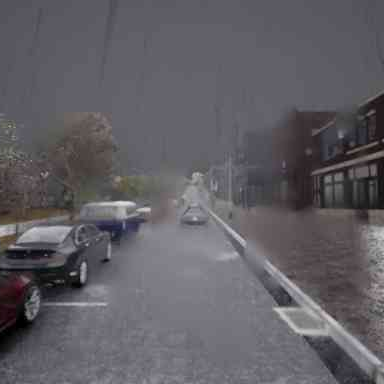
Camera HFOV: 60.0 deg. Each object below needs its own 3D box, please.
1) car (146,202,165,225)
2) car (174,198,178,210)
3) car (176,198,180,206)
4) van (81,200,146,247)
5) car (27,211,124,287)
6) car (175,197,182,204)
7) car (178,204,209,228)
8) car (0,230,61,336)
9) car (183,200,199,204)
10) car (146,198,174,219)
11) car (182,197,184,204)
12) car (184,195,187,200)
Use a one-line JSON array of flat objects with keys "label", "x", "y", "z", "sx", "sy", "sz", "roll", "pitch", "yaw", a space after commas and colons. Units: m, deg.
[{"label": "car", "x": -3.542, "y": 1.812, "z": 26.256, "sx": 2.002, "sy": 1.452, "sz": 4.674, "roll": 0, "pitch": -1, "yaw": 0}, {"label": "car", "x": -3.465, "y": 1.935, "z": 42.885, "sx": 2.097, "sy": 1.535, "sz": 5.008, "roll": 0, "pitch": 0, "yaw": 2}, {"label": "car", "x": -3.440, "y": 2.011, "z": 48.432, "sx": 2.097, "sy": 1.535, "sz": 5.008, "roll": 0, "pitch": -1, "yaw": 2}, {"label": "van", "x": -3.587, "y": 1.433, "z": 15.288, "sx": 1.878, "sy": 1.987, "sz": 4.442, "roll": 0, "pitch": -1, "yaw": 2}, {"label": "car", "x": -3.619, "y": 1.578, "z": 9.602, "sx": 2.231, "sy": 1.521, "sz": 4.892, "roll": 0, "pitch": 0, "yaw": -1}, {"label": "car", "x": -3.386, "y": 2.128, "z": 58.684, "sx": 1.946, "sy": 1.575, "sz": 5.366, "roll": 0, "pitch": -1, "yaw": 2}, {"label": "car", "x": 0.203, "y": 1.812, "z": 24.458, "sx": 1.994, "sy": 1.385, "sz": 4.181, "roll": 0, "pitch": -1, "yaw": 0}, {"label": "car", "x": -3.645, "y": 1.550, "z": 4.090, "sx": 2.163, "sy": 1.488, "sz": 4.792, "roll": 0, "pitch": 0, "yaw": -1}, {"label": "car", "x": 0.280, "y": 1.980, "z": 41.514, "sx": 2.033, "sy": 1.411, "sz": 5.357, "roll": 0, "pitch": -1, "yaw": 0}, {"label": "car", "x": -3.512, "y": 1.606, "z": 33.003, "sx": 2.435, "sy": 2.045, "sz": 5.566, "roll": 0, "pitch": -1, "yaw": 1}, {"label": "car", "x": -3.364, "y": 2.219, "z": 65.065, "sx": 2.097, "sy": 1.535, "sz": 5.008, "roll": 0, "pitch": 0, "yaw": 2}, {"label": "car", "x": -3.272, "y": 2.155, "z": 85.117, "sx": 2.435, "sy": 2.045, "sz": 5.566, "roll": 0, "pitch": -1, "yaw": 2}]
